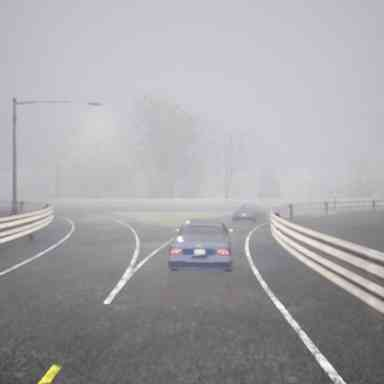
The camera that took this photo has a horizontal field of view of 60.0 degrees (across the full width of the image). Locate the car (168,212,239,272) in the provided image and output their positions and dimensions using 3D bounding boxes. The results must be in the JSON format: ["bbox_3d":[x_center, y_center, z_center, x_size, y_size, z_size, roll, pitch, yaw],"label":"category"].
[{"bbox_3d":[0.389,1.588,10.999,2.033,1.411,5.357,0,0,4],"label":"car"}]

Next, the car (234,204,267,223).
[{"bbox_3d":[4.704,1.664,26.792,1.994,1.385,4.181,0,0,25],"label":"car"}]
